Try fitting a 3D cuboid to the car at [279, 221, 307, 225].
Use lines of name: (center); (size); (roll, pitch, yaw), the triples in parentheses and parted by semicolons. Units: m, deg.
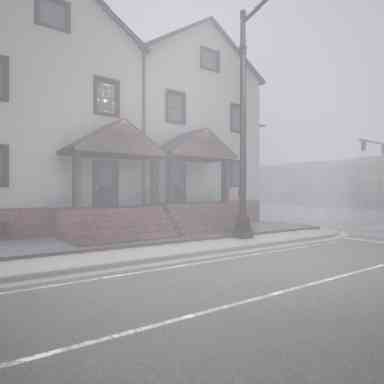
car: (8.588, 3.480, 31.355); (2.128, 1.511, 4.902); (-1, -12, -36)
